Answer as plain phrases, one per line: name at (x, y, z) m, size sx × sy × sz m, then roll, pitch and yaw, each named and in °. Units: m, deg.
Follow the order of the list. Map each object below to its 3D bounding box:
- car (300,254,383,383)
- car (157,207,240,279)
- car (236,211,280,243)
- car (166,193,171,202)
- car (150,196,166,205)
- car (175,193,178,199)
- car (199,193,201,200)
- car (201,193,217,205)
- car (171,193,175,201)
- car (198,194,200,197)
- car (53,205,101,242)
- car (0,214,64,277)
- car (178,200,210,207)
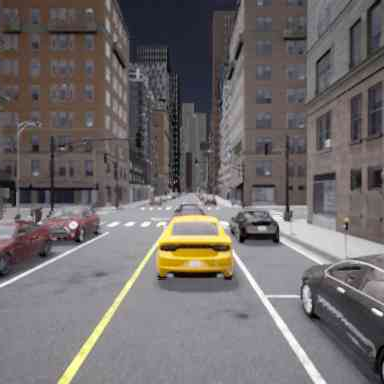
car at (2.853, 1.533, 4.582) m, size 2.008 × 1.369 × 4.403 m, roll 0°, pitch 0°, yaw 0°
car at (0.097, 1.440, 9.915) m, size 1.882 × 1.535 × 5.008 m, roll 0°, pitch 0°, yaw 1°
car at (2.850, 1.507, 15.584) m, size 1.947 × 1.339 × 4.313 m, roll 0°, pitch 0°, yaw 0°
car at (-5.635, 1.367, 63.502) m, size 2.008 × 1.369 × 4.403 m, roll 0°, pitch 0°, yaw 0°
car at (-5.651, 1.419, 52.685) m, size 1.802 × 1.307 × 4.206 m, roll 0°, pitch 0°, yaw 0°
car at (-5.595, 1.115, 90.544) m, size 2.192 × 1.841 × 5.009 m, roll 0°, pitch 0°, yaw 0°
car at (2.890, 1.366, 63.492) m, size 2.008 × 1.369 × 4.403 m, roll 0°, pitch 0°, yaw 0°
car at (2.873, 1.277, 52.674) m, size 1.967 × 1.590 × 4.097 m, roll 0°, pitch 0°, yaw 0°
car at (-5.611, 1.325, 79.557) m, size 1.752 × 1.417 × 4.829 m, roll 0°, pitch 0°, yaw 0°
car at (2.906, 1.243, 74.310) m, size 1.967 × 1.590 × 4.097 m, roll 0°, pitch 0°, yaw 0°
car at (-5.675, 1.382, 15.582) m, size 1.967 × 1.590 × 4.097 m, roll 0°, pitch 0°, yaw 0°
car at (-5.674, 1.544, 10.081) m, size 1.802 × 1.307 × 4.206 m, roll 0°, pitch 0°, yaw 0°
car at (-0.252, 1.482, 22.184) m, size 1.994 × 1.385 × 4.181 m, roll 0°, pitch 0°, yaw -6°
